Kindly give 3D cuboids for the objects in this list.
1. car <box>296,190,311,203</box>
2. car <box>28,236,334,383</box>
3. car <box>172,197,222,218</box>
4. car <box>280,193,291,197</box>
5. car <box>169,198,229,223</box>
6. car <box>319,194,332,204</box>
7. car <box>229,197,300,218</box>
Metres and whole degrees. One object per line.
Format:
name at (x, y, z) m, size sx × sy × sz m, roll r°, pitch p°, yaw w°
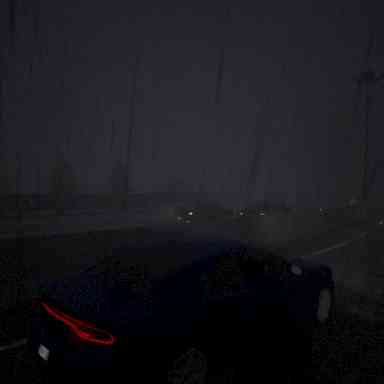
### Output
car at (19.305, 0.747, 57.504) m, size 2.150 × 2.045 × 5.566 m, roll 1°, pitch 1°, yaw 22°
car at (0.351, 1.402, 4.940) m, size 5.008 × 1.535 × 1.882 m, roll 0°, pitch 1°, yaw -44°
car at (0.494, 1.166, 26.734) m, size 1.994 × 1.385 × 4.181 m, roll 2°, pitch 1°, yaw 35°
car at (17.955, 0.953, 63.639) m, size 2.033 × 1.411 × 5.357 m, roll 2°, pitch 1°, yaw 21°
car at (0.683, 1.291, 21.117) m, size 1.895 × 1.301 × 4.718 m, roll 2°, pitch 1°, yaw 38°
car at (22.583, 1.137, 56.310) m, size 1.812 × 1.442 × 4.674 m, roll 2°, pitch 1°, yaw 22°
car at (4.628, 1.270, 20.592) m, size 2.128 × 1.511 × 4.902 m, roll 2°, pitch 1°, yaw 37°
